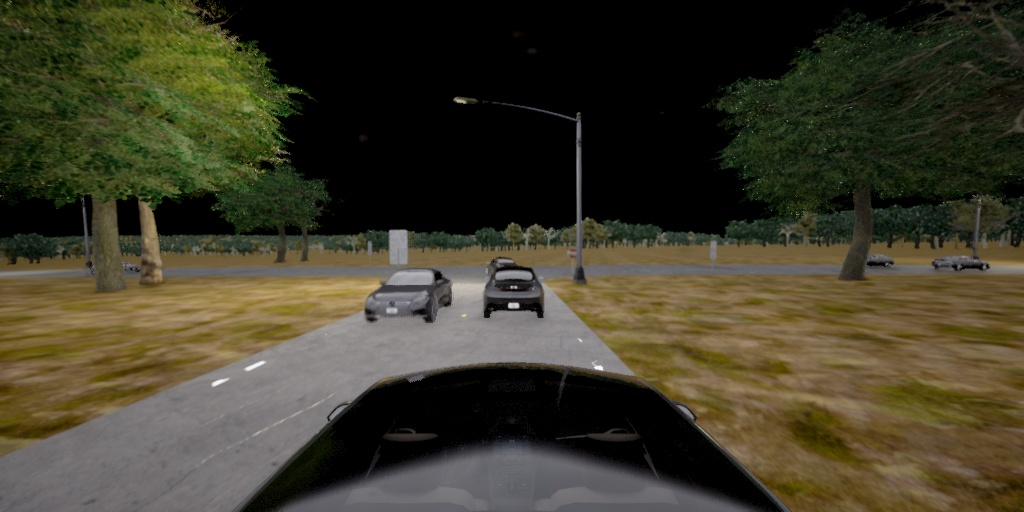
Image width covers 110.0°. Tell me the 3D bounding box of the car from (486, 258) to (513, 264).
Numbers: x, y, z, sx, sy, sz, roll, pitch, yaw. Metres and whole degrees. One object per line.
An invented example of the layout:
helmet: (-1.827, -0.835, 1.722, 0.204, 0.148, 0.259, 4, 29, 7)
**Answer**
car: (-0.839, 0.853, 27.580, 1.837, 1.490, 4.892, 1, 1, -13)

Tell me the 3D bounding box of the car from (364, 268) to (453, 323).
car: (-3.075, 1.120, 11.552, 1.812, 1.442, 4.674, 0, 1, 0)

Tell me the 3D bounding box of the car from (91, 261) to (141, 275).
car: (-41.654, 1.209, 37.808, 4.181, 1.385, 1.994, -1, 3, 6)

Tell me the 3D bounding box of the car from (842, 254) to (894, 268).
car: (39.494, 0.526, 39.830, 4.902, 1.511, 2.128, 0, 3, -3)

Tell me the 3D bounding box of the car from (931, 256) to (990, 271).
car: (45.846, 0.731, 36.626, 4.902, 1.511, 2.128, 0, 3, -5)

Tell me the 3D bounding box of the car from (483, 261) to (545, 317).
car: (0.064, 1.088, 12.280, 1.837, 1.490, 4.892, 0, 1, 0)
